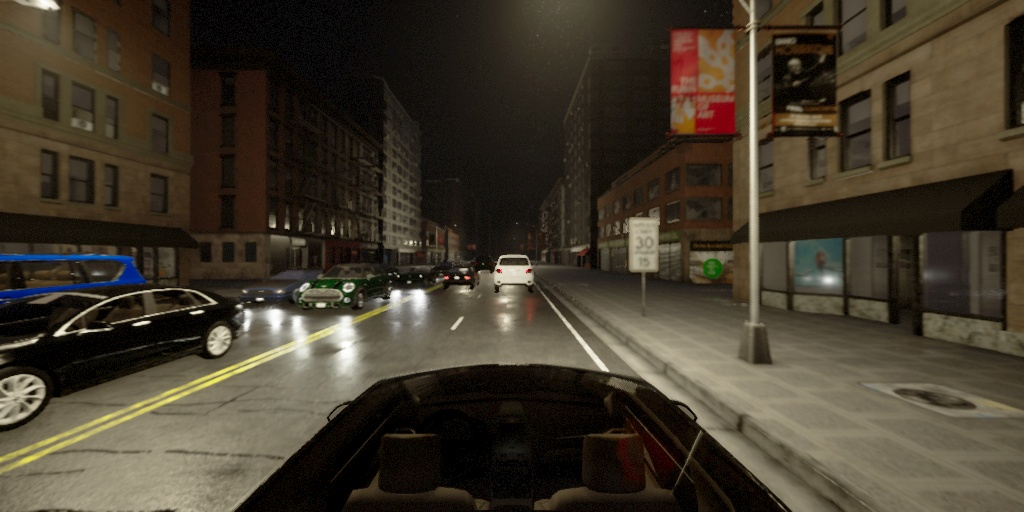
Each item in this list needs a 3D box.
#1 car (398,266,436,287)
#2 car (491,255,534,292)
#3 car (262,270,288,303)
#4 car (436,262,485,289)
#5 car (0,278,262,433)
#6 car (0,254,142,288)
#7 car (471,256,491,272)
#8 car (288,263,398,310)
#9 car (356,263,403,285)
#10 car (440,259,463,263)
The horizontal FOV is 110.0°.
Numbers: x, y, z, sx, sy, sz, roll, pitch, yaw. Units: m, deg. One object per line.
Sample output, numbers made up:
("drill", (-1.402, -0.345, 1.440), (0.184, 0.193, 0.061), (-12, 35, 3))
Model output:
("car", (-6.491, 1.350, 24.862), (1.895, 1.301, 4.718), (0, 0, 0))
("car", (0.109, 0.970, 21.645), (2.150, 2.045, 5.566), (0, 0, 0))
("car", (-9.795, 1.297, 16.619), (2.033, 1.411, 5.357), (0, 0, 0))
("car", (-3.140, 1.296, 22.927), (2.033, 1.411, 5.357), (0, 0, 0))
("car", (-6.587, 1.255, 5.594), (1.837, 1.490, 4.892), (0, 0, 0))
("car", (-9.835, 0.971, 6.370), (2.150, 2.045, 5.566), (0, 0, 0))
("car", (-3.176, 0.971, 42.297), (2.150, 2.045, 5.566), (0, 0, 1))
("car", (-6.562, 1.102, 14.589), (2.097, 1.767, 4.553), (0, 0, 0))
("car", (-9.740, 1.274, 26.748), (1.812, 1.442, 4.674), (0, 0, 0))
("car", (-6.488, 1.295, 35.461), (2.033, 1.411, 5.357), (0, 0, 0))
